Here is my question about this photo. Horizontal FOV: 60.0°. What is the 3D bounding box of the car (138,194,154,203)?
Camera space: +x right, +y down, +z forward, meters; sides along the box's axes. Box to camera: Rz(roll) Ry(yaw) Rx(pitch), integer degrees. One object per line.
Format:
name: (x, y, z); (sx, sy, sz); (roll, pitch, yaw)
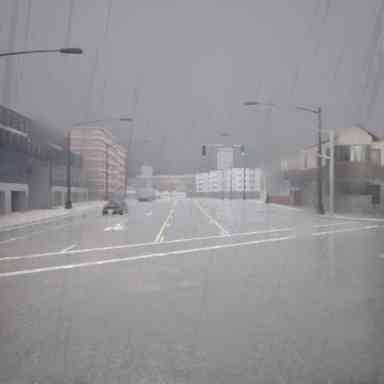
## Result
car: (-8.035, 1.069, 56.882); (1.882, 1.535, 5.008); (0, 1, -2)

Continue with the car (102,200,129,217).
car: (-7.298, 1.528, 31.894); (2.128, 1.511, 4.902); (0, 1, -2)

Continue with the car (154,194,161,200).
car: (-8.799, 1.281, 82.723); (2.128, 1.511, 4.902); (0, -1, -2)
